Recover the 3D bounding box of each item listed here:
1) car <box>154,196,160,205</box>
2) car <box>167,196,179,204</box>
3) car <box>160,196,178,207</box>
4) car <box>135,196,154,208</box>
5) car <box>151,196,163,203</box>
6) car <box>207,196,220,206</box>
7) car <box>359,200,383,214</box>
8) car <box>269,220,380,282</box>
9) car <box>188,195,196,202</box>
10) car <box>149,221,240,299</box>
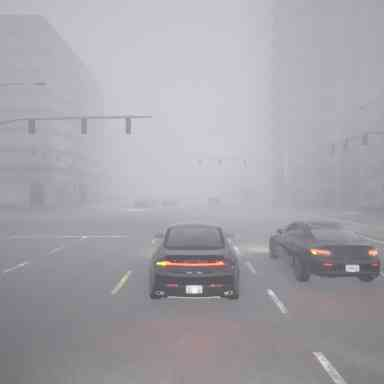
[{"bbox_3d":[-7.060,1.477,57.502,1.882,1.535,5.008,0,0,0],"label":"car"},{"bbox_3d":[-3.524,1.546,62.782,2.033,1.411,5.357,0,0,0],"label":"car"},{"bbox_3d":[-3.551,1.477,52.520,1.882,1.535,5.008,0,0,0],"label":"car"},{"bbox_3d":[-7.070,1.600,48.398,1.895,1.301,4.718,0,0,0],"label":"car"},{"bbox_3d":[-6.997,1.563,67.466,1.994,1.385,4.181,0,0,1],"label":"car"},{"bbox_3d":[3.586,1.503,54.981,1.837,1.490,4.892,0,0,0],"label":"car"},{"bbox_3d":[20.858,1.547,35.520,5.357,1.411,2.033,0,0,1],"label":"car"},{"bbox_3d":[3.567,1.526,9.664,1.812,1.442,4.674,0,0,0],"label":"car"},{"bbox_3d":[0.025,1.362,73.917,2.128,1.511,4.902,0,0,0],"label":"car"},{"bbox_3d":[0.061,1.505,8.409,1.837,1.490,4.892,0,0,0],"label":"car"}]
